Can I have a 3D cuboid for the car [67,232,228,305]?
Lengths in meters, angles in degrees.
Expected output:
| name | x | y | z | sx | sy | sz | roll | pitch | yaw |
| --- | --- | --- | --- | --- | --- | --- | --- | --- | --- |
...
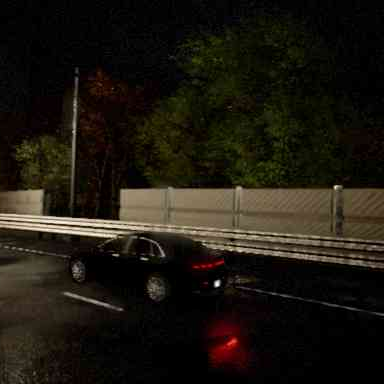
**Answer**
| name | x | y | z | sx | sy | sz | roll | pitch | yaw |
| --- | --- | --- | --- | --- | --- | --- | --- | --- | --- |
| car | -1.387 | 1.850 | 9.042 | 4.892 | 1.490 | 1.837 | 0 | -3 | 36 |
